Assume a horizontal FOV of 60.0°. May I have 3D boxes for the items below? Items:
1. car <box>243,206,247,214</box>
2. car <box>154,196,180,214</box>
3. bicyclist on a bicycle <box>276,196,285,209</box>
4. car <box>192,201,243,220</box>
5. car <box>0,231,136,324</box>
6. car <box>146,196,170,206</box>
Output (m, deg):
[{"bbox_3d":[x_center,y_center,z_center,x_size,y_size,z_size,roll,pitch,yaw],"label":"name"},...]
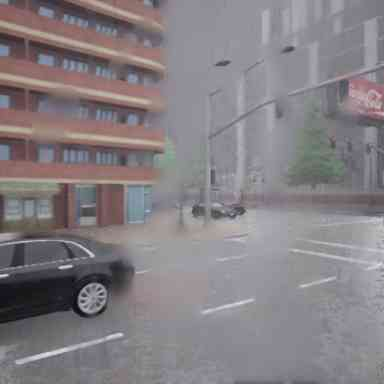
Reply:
[{"bbox_3d":[3.095,1.586,32.310,1.895,1.301,4.718,0,0,-36],"label":"car"},{"bbox_3d":[-3.630,1.479,35.647,2.128,1.511,4.902,0,0,-36],"label":"car"},{"bbox_3d":[11.075,1.278,41.728,1.656,1.620,0.582,0,0,-36],"label":"bicyclist on a bicycle"},{"bbox_3d":[1.798,1.514,28.152,1.812,1.442,4.674,0,0,-36],"label":"car"},{"bbox_3d":[-3.408,1.504,5.844,4.892,1.490,1.837,0,0,-35],"label":"car"},{"bbox_3d":[-5.958,1.458,57.143,1.882,1.535,5.008,0,0,-36],"label":"car"}]
